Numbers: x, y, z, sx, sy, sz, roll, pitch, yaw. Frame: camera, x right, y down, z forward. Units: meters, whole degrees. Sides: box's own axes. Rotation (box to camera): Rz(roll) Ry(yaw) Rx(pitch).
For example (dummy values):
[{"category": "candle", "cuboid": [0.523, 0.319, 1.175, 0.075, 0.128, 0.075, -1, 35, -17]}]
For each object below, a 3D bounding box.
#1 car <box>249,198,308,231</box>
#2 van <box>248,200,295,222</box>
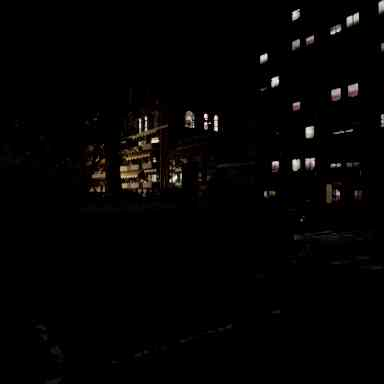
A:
[{"category": "car", "cuboid": [5.232, 1.464, 23.021, 2.150, 2.045, 5.566, 0, -1, -35]}, {"category": "van", "cuboid": [7.160, 1.639, 30.208, 1.690, 1.788, 3.998, -1, 0, -36]}]
